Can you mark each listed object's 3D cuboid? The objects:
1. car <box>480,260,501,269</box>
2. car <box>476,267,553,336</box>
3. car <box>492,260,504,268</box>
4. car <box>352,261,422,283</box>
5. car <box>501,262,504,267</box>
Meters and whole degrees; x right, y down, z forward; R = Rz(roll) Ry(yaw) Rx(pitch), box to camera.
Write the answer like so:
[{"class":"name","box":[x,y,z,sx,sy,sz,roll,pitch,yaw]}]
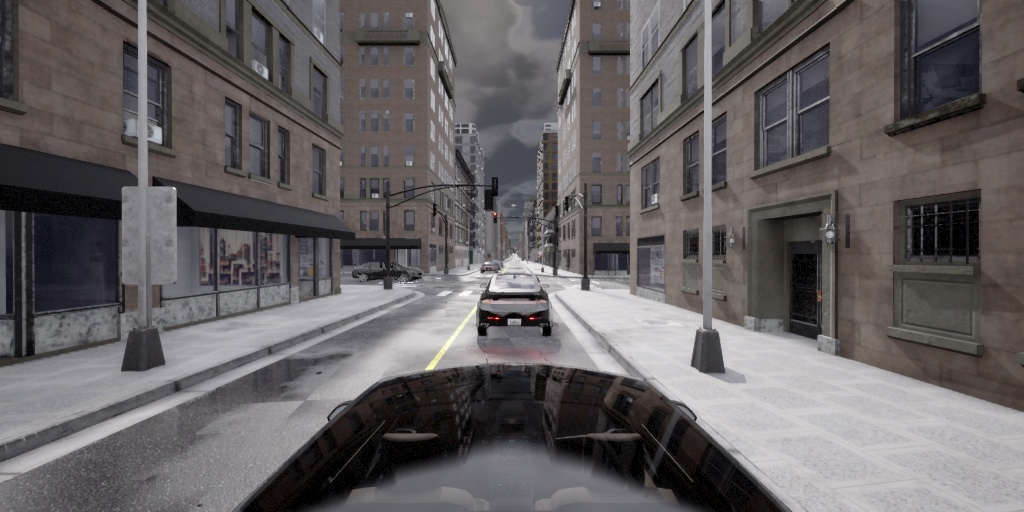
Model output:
[{"class":"car","box":[-2.719,1.372,44.002,1.994,1.385,4.181,0,0,1]},{"class":"car","box":[0.074,1.243,10.348,2.128,1.511,4.902,0,0,1]},{"class":"car","box":[-2.501,1.451,64.072,1.895,1.301,4.718,0,0,1]},{"class":"car","box":[-9.106,1.170,26.247,4.892,1.490,1.837,1,0,0]},{"class":"car","box":[-2.625,1.334,53.955,1.837,1.490,4.892,0,0,0]}]
